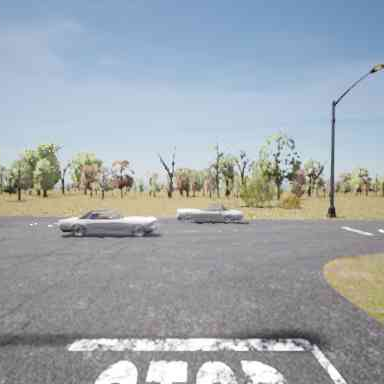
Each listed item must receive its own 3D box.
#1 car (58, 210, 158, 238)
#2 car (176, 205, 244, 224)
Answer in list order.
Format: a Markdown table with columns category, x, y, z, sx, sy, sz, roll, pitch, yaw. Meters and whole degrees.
| category | x | y | z | sx | sy | sz | roll | pitch | yaw |
| --- | --- | --- | --- | --- | --- | --- | --- | --- | --- |
| car | -4.115 | 1.566 | 16.892 | 4.718 | 1.301 | 1.895 | 0 | 0 | 0 |
| car | 1.236 | 1.562 | 23.851 | 4.718 | 1.301 | 1.895 | 1 | 0 | 0 |
